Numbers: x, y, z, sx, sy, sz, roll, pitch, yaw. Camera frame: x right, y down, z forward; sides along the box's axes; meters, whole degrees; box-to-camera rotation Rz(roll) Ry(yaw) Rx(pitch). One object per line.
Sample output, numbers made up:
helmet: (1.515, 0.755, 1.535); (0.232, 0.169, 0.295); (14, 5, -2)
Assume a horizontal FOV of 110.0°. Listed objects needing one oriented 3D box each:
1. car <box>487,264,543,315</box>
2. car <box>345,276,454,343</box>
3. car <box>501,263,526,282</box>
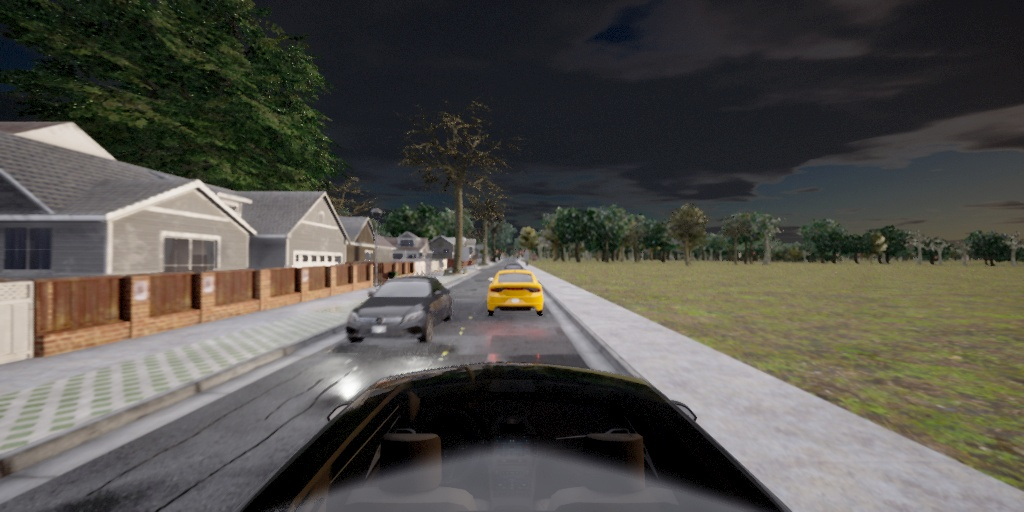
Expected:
car: (0.112, 1.267, 13.852); (1.882, 1.535, 5.008); (0, 0, 0)
car: (-2.790, 1.301, 9.897); (1.812, 1.442, 4.674); (0, 0, 1)
car: (0.130, 1.390, 31.187); (2.033, 1.411, 5.357); (0, 0, 0)
